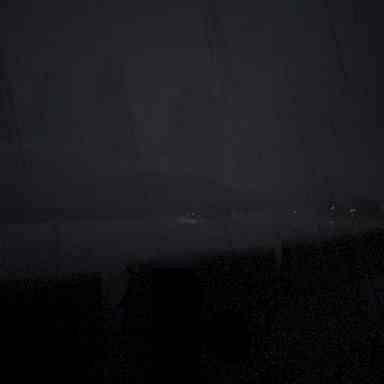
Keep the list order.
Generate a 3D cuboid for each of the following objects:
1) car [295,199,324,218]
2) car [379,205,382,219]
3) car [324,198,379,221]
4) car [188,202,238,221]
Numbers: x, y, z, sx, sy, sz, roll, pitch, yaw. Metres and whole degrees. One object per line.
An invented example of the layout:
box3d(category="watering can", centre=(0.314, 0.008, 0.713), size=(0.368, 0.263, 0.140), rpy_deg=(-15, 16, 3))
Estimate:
box3d(category="car", centre=(10.987, 1.406, 29.023), size=(4.892, 1.490, 1.837), rpy_deg=(0, 0, -35))
box3d(category="car", centre=(15.839, 1.375, 23.887), size=(5.008, 1.535, 1.882), rpy_deg=(0, 0, -35))
box3d(category="car", centre=(12.846, 1.254, 26.050), size=(4.553, 1.767, 2.097), rpy_deg=(0, 0, -35))
box3d(category="car", centre=(1.722, 1.499, 26.715), size=(4.181, 1.385, 1.994), rpy_deg=(0, 0, -35))
